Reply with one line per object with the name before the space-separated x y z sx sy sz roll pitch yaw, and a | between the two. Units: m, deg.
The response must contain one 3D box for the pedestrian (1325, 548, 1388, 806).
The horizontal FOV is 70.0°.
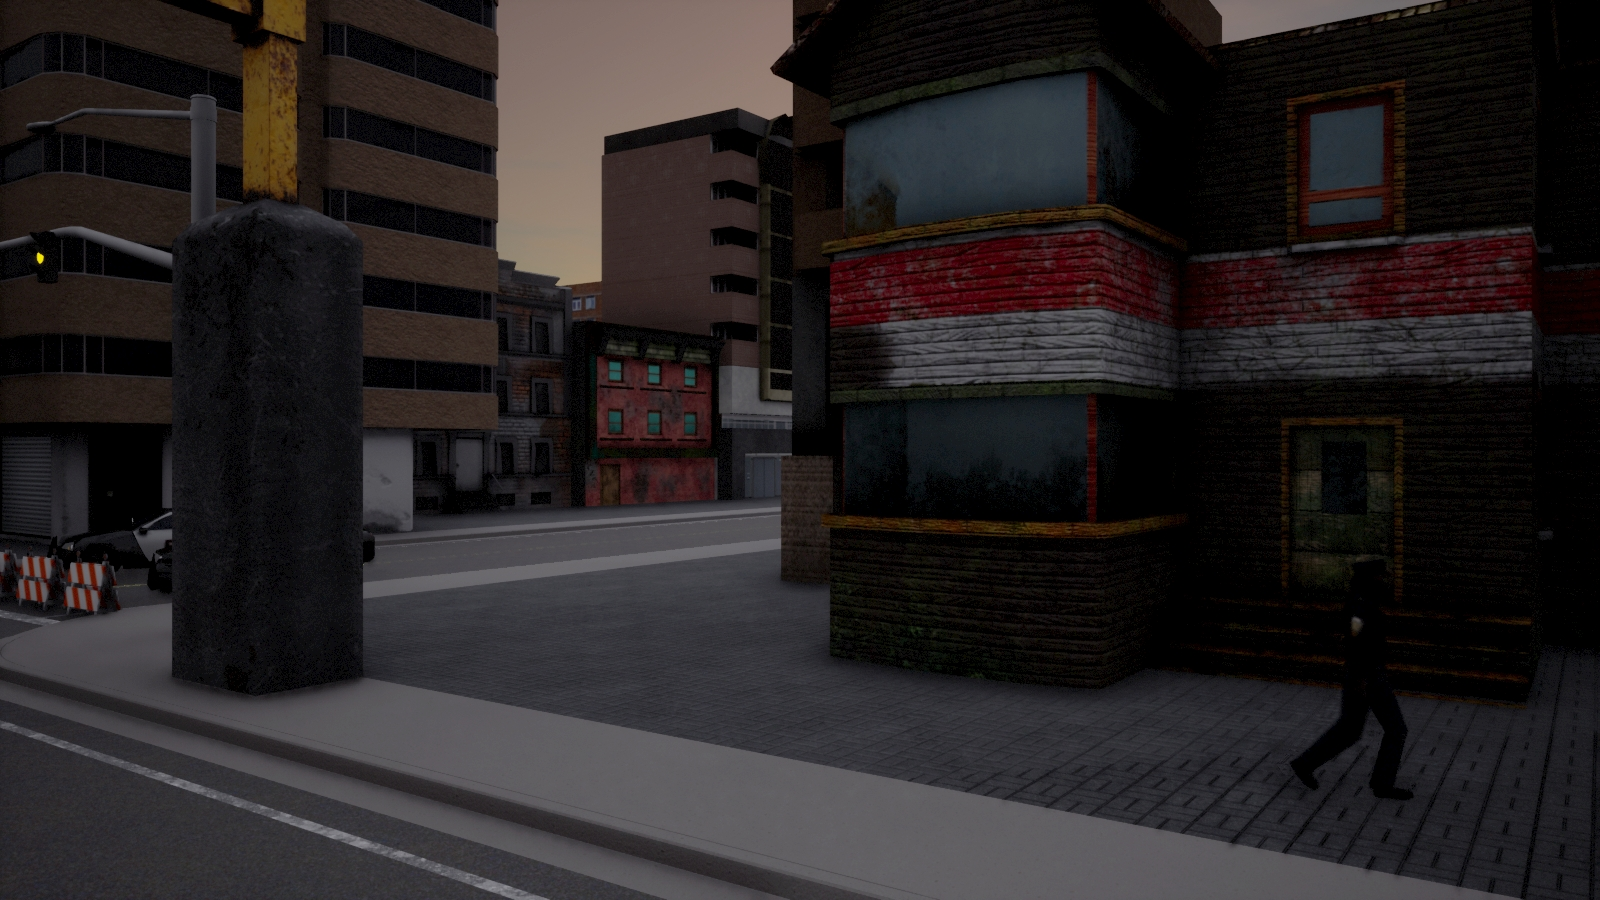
pedestrian | 4.243 1.700 8.713 0.375 1.860 0.375 0 0 36
